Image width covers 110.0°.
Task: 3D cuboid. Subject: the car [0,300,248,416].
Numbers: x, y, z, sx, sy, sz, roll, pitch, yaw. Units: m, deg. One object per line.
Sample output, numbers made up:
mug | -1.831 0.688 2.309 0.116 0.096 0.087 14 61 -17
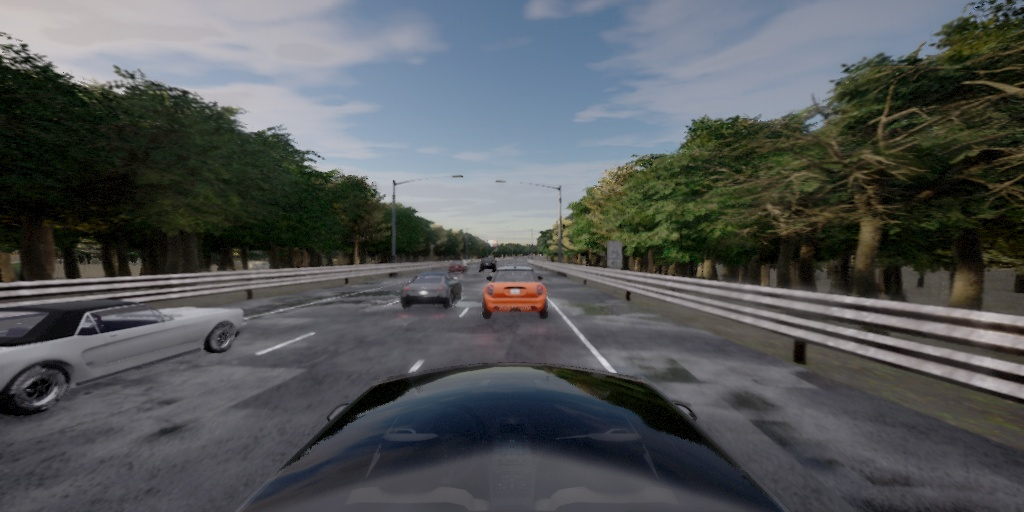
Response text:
car | -6.900 1.373 5.927 1.895 1.301 4.718 0 0 0

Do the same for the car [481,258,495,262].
car | -3.385 1.242 51.838 2.150 2.045 5.566 0 0 0

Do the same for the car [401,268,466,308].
car | -3.396 1.390 15.771 1.994 1.385 4.181 0 0 0

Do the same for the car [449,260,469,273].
car | -6.886 1.343 46.697 2.097 1.767 4.553 0 0 0

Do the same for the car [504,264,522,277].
car | 0.111 1.558 40.256 1.895 1.301 4.718 0 0 0

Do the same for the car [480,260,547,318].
car | 0.104 1.165 13.497 2.097 1.767 4.553 0 0 0
